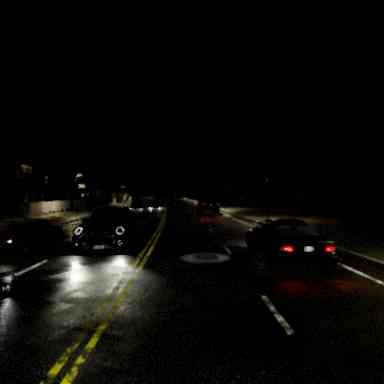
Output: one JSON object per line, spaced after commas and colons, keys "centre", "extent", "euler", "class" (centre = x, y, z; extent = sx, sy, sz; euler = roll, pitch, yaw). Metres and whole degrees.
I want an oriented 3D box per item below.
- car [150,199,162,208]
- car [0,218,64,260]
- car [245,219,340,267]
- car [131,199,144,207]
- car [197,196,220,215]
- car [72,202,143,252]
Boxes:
{"centre": [-6.360, 2.025, 59.138], "extent": [1.812, 1.442, 4.674], "euler": [0, 0, -4], "class": "car"}
{"centre": [-6.791, 1.727, 13.112], "extent": [1.895, 1.301, 4.718], "euler": [0, 0, -2], "class": "car"}
{"centre": [3.185, 1.640, 11.669], "extent": [2.033, 1.411, 5.357], "euler": [0, 0, -1], "class": "car"}
{"centre": [-9.596, 1.962, 58.826], "extent": [1.882, 1.535, 5.008], "euler": [0, -1, -4], "class": "car"}
{"centre": [1.863, 1.531, 38.520], "extent": [2.150, 2.045, 5.566], "euler": [0, 0, -4], "class": "car"}
{"centre": [-3.592, 1.483, 14.573], "extent": [2.097, 1.767, 4.553], "euler": [0, 0, -2], "class": "car"}
